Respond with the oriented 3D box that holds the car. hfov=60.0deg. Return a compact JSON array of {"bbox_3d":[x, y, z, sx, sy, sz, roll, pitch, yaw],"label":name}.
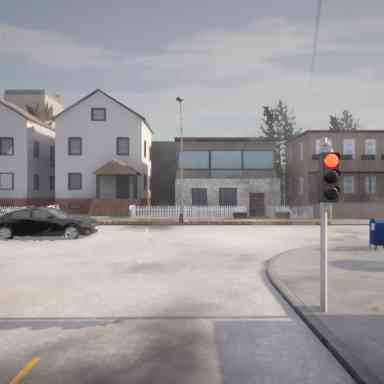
[{"bbox_3d":[-7.174,1.477,16.239,5.008,1.535,1.882,0,0,0],"label":"car"}]
